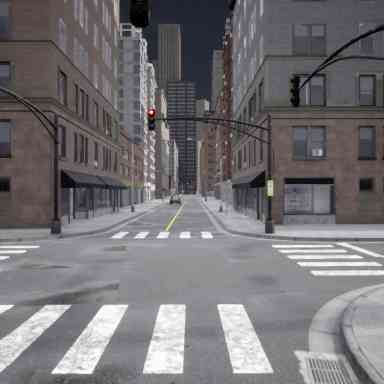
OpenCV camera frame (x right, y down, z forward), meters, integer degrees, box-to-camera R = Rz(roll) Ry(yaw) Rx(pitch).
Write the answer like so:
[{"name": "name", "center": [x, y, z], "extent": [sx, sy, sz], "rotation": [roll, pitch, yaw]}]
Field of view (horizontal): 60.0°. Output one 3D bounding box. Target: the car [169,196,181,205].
[{"name": "car", "center": [-2.977, 1.458, 59.647], "extent": [1.882, 1.535, 5.008], "rotation": [0, 0, 0]}]
